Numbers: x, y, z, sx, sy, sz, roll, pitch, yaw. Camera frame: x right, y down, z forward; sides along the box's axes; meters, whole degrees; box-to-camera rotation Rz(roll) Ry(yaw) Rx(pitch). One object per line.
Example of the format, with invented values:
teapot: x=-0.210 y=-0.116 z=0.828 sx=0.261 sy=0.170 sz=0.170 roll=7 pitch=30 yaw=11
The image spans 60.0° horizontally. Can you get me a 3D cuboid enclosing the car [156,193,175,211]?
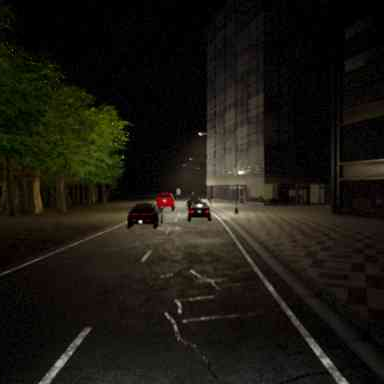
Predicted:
car: x=-3.237 y=1.184 z=40.574 sx=2.150 sy=2.045 sz=5.566 roll=0 pitch=0 yaw=-3

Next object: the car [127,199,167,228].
car: x=-2.988 y=1.482 z=21.930 sx=1.837 sy=1.490 sz=4.892 roll=0 pitch=0 yaw=1

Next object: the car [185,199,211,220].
car: x=0.560 y=1.521 z=27.365 sx=2.033 sy=1.411 sz=5.357 roll=0 pitch=0 yaw=0
